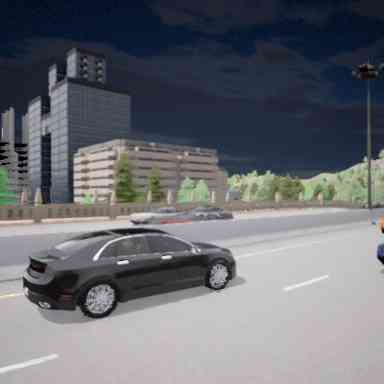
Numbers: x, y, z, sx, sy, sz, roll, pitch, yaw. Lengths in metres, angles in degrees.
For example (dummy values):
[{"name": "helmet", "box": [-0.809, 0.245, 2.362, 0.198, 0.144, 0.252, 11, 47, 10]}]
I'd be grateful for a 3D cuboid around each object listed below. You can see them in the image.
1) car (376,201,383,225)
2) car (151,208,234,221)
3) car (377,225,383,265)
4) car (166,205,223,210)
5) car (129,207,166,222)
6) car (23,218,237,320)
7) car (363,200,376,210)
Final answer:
[{"name": "car", "box": [13.090, 1.533, 19.812, 4.553, 1.767, 2.097, 0, -1, -42]}, {"name": "car", "box": [0.380, 1.763, 18.067, 4.718, 1.301, 1.895, 0, -1, -42]}, {"name": "car", "box": [7.489, 1.690, 10.135, 4.718, 1.301, 1.895, 0, -1, -41]}, {"name": "car", "box": [0.839, 1.715, 23.166, 4.892, 1.490, 1.837, 1, -1, -42]}, {"name": "car", "box": [-2.327, 1.828, 25.029, 4.718, 1.301, 1.895, 0, -1, -42]}, {"name": "car", "box": [-1.093, 1.569, 7.550, 4.892, 1.490, 1.837, 0, 0, -38]}, {"name": "car", "box": [29.115, 2.094, 53.230, 4.902, 1.511, 2.128, 3, -2, -41]}]
